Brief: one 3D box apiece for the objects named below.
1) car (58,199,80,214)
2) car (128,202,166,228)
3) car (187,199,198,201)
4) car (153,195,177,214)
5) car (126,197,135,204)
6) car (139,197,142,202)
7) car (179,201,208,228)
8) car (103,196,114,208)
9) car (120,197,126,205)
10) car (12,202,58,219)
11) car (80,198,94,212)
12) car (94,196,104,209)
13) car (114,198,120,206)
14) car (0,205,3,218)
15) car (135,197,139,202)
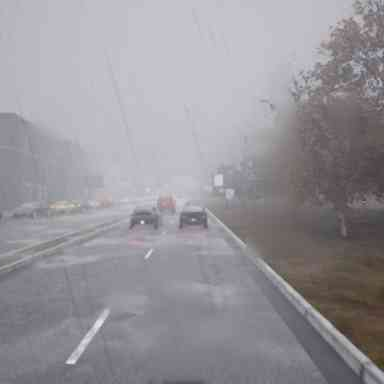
[{"bbox_3d":[-15.157,1.737,38.633,1.946,1.575,5.366,0,0,0],"label":"car"},{"bbox_3d":[-3.157,1.694,23.582,1.837,1.490,4.892,0,-1,0],"label":"car"},{"bbox_3d":[0.088,1.682,40.939,2.097,1.767,4.553,0,0,0],"label":"car"},{"bbox_3d":[-3.162,1.553,41.077,2.150,2.045,5.566,0,0,0],"label":"car"},{"bbox_3d":[-15.339,2.057,77.431,1.946,1.575,5.366,0,0,0],"label":"car"},{"bbox_3d":[-15.381,2.148,88.484,1.946,1.575,5.366,0,0,0],"label":"car"},{"bbox_3d":[0.092,1.670,23.888,1.882,1.535,5.008,0,-1,0],"label":"car"},{"bbox_3d":[-15.235,1.627,55.366,2.435,2.045,5.566,0,0,0],"label":"car"},{"bbox_3d":[-15.287,1.971,66.574,2.231,1.521,4.892,0,0,0],"label":"car"},{"bbox_3d":[-15.180,1.684,31.761,2.231,1.521,4.892,0,0,0],"label":"car"},{"bbox_3d":[-15.184,1.662,44.375,2.185,1.767,4.553,0,0,0],"label":"car"},{"bbox_3d":[-15.208,1.828,49.682,1.946,1.575,5.366,0,0,0],"label":"car"},{"bbox_3d":[-15.263,1.926,61.048,2.231,1.521,4.892,0,0,0],"label":"car"},{"bbox_3d":[-15.081,1.354,22.342,2.435,2.045,5.566,0,0,0],"label":"car"},{"bbox_3d":[-15.363,1.982,83.175,2.185,1.767,4.553,0,0,0],"label":"car"}]
